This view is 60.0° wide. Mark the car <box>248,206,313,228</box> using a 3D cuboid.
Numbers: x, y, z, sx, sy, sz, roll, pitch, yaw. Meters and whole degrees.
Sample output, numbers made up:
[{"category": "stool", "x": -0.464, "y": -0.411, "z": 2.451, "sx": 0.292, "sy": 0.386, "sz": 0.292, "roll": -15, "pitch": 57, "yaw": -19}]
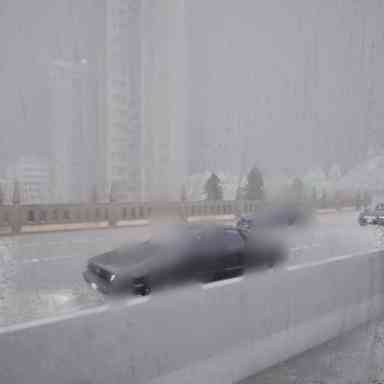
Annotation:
[{"category": "car", "x": 5.288, "y": 1.555, "z": 20.666, "sx": 5.357, "sy": 1.411, "sz": 2.033, "roll": 0, "pitch": 0, "yaw": -36}]

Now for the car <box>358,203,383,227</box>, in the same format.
[{"category": "car", "x": 12.834, "y": 1.507, "z": 21.927, "sx": 4.902, "sy": 1.511, "sz": 2.128, "roll": 0, "pitch": 0, "yaw": -38}]

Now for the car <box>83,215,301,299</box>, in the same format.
[{"category": "car", "x": 0.155, "y": 1.547, "z": 8.399, "sx": 5.357, "sy": 1.411, "sz": 2.033, "roll": 0, "pitch": 0, "yaw": -35}]
